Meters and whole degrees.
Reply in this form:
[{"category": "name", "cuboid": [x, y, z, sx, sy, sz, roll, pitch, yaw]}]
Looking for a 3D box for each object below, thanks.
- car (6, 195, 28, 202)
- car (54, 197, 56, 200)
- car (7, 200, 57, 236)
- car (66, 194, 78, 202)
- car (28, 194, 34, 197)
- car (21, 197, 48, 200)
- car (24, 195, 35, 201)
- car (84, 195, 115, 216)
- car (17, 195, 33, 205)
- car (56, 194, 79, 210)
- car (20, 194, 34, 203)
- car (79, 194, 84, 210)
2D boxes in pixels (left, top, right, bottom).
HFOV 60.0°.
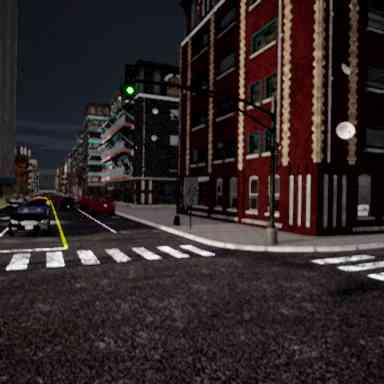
[{"category": "car", "cuboid": [-20.186, 1.322, 38.263, 2.008, 1.369, 4.403, 1, 0, -24]}, {"category": "car", "cuboid": [-21.905, 1.363, 55.528, 1.994, 1.385, 4.181, 1, 0, -24]}, {"category": "car", "cuboid": [-8.601, 1.389, 17.848, 2.128, 1.511, 4.902, 1, 0, -23]}, {"category": "car", "cuboid": [-25.443, 1.229, 70.408, 1.967, 1.590, 4.097, 1, 0, -24]}, {"category": "car", "cuboid": [-16.543, 1.303, 36.327, 1.882, 1.535, 5.008, 1, 0, -24]}, {"category": "car", "cuboid": [-12.421, 1.389, 26.685, 1.812, 1.442, 4.674, 1, 0, -23]}, {"category": "car", "cuboid": [-33.700, 1.230, 68.980, 1.802, 1.307, 4.206, 1, 0, -24]}, {"category": "car", "cuboid": [-8.494, 1.257, 31.153, 2.192, 1.841, 5.009, 1, 0, -24]}, {"category": "car", "cuboid": [-26.884, 1.262, 53.648, 2.008, 1.369, 4.403, 1, 0, -24]}, {"category": "car", "cuboid": [-14.959, 1.368, 39.826, 1.837, 1.490, 4.892, 1, 0, -24]}, {"category": "car", "cuboid": [-29.157, 1.130, 58.756, 1.967, 1.590, 4.097, 1, 0, -24]}, {"category": "car", "cuboid": [-12.959, 1.217, 41.410, 2.192, 1.841, 5.009, 1, 0, -24]}]
